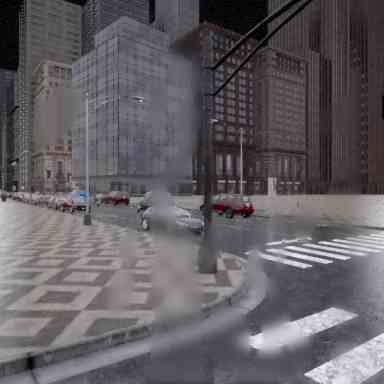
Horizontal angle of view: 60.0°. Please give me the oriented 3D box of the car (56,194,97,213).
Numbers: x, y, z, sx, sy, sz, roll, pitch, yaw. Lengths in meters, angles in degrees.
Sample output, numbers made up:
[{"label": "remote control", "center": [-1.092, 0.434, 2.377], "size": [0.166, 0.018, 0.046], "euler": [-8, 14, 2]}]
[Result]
[{"label": "car", "center": [-10.590, 1.139, 30.273], "size": [1.887, 1.381, 4.507], "euler": [1, 0, -35]}]

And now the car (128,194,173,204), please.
[{"label": "car", "center": [-3.594, 1.186, 30.696], "size": [2.033, 1.411, 5.357], "euler": [0, 1, -35]}]

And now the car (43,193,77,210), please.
[{"label": "car", "center": [-13.759, 1.074, 34.718], "size": [2.008, 1.369, 4.403], "euler": [1, 0, -35]}]

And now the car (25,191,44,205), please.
[{"label": "car", "center": [-20.097, 0.939, 43.609], "size": [2.008, 1.369, 4.403], "euler": [1, 0, -35]}]

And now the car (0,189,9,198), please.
[{"label": "car", "center": [-39.113, 0.611, 70.278], "size": [1.947, 1.339, 4.313], "euler": [1, 0, -35]}]

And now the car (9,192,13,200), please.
[{"label": "car", "center": [-29.605, 0.747, 56.944], "size": [1.887, 1.381, 4.507], "euler": [1, 0, -35]}]

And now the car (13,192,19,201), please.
[{"label": "car", "center": [-26.434, 0.702, 52.499], "size": [1.967, 1.590, 4.097], "euler": [1, 0, -35]}]

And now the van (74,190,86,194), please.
[{"label": "van", "center": [-19.488, 0.597, 57.442], "size": [1.690, 1.788, 3.998], "euler": [1, 0, -35]}]

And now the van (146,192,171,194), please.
[{"label": "van", "center": [-3.640, 0.930, 35.214], "size": [1.690, 1.788, 3.998], "euler": [1, 0, -35]}]

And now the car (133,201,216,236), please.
[{"label": "car", "center": [-1.083, 1.366, 16.938], "size": [2.008, 1.369, 4.403], "euler": [1, 0, -35]}]

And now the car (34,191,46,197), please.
[{"label": "car", "center": [-38.507, 0.494, 84.115], "size": [1.887, 1.381, 4.507], "euler": [0, 0, -35]}]

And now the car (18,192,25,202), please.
[{"label": "car", "center": [-23.267, 0.874, 48.054], "size": [2.008, 1.369, 4.403], "euler": [1, 0, -35]}]

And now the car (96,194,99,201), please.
[{"label": "car", "center": [-13.152, 0.934, 48.552], "size": [2.008, 1.369, 4.403], "euler": [1, 0, -35]}]

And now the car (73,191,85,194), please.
[{"label": "car", "center": [-18.716, 0.915, 51.915], "size": [1.895, 1.301, 4.718], "euler": [0, 1, -35]}]

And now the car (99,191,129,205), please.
[{"label": "car", "center": [-9.978, 0.765, 44.105], "size": [2.192, 1.841, 5.009], "euler": [1, 0, -35]}]

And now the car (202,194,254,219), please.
[{"label": "car", "center": [2.700, 1.049, 26.323], "size": [2.192, 1.841, 5.009], "euler": [1, 0, -35]}]
